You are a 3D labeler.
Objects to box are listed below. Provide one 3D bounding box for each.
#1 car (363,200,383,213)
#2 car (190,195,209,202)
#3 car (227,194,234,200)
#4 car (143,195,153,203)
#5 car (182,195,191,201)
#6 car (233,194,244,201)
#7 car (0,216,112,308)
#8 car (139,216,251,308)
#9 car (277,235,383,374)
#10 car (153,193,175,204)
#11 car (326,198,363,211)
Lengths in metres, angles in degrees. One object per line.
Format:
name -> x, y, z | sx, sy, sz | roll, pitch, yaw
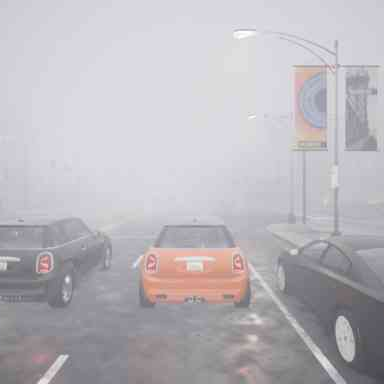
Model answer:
car -> 21.899, 1.495, 36.457 | 4.892, 1.490, 1.837 | 0, 0, 0
car -> 2.226, 1.533, 77.072 | 1.994, 1.385, 4.181 | 0, 0, 36
car -> 11.594, 1.332, 90.205 | 4.553, 1.767, 2.097 | 0, 0, -37
car -> -7.798, 1.335, 65.613 | 2.097, 1.767, 4.553 | 0, 0, 19
car -> -0.315, 1.520, 79.493 | 2.033, 1.411, 5.357 | 0, 0, 36
car -> 13.885, 1.502, 87.530 | 4.674, 1.442, 1.812 | 0, 0, -37
car -> -3.435, 1.350, 8.093 | 2.097, 1.767, 4.553 | 0, 0, 0
car -> 0.066, 1.350, 8.089 | 2.097, 1.767, 4.553 | 0, 0, 0
car -> 2.902, 1.478, 5.739 | 2.097, 1.535, 5.008 | 0, 0, 0
car -> -4.915, 1.205, 63.277 | 2.150, 2.045, 5.566 | 0, 0, 17
car -> 18.680, 1.481, 39.947 | 4.902, 1.511, 2.128 | 0, 0, 0
